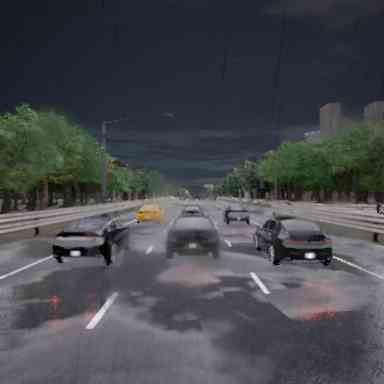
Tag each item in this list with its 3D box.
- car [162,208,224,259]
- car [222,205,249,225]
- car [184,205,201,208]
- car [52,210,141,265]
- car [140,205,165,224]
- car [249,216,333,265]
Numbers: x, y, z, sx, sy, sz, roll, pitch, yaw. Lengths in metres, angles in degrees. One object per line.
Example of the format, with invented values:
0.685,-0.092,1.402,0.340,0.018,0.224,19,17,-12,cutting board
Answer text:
0.052,1.648,13.495,1.882,1.535,5.008,0,0,0,car
3.539,1.823,27.319,2.128,1.511,4.902,0,-1,0,car
0.039,1.838,27.376,1.837,1.490,4.892,0,0,0,car
-3.458,1.649,12.340,2.128,1.511,4.902,0,-1,0,car
-3.452,1.820,28.536,1.882,1.535,5.008,0,0,0,car
3.541,1.662,12.335,1.837,1.490,4.892,0,0,0,car
